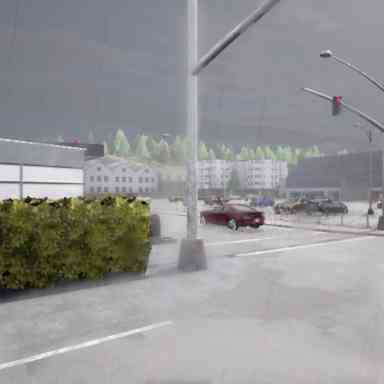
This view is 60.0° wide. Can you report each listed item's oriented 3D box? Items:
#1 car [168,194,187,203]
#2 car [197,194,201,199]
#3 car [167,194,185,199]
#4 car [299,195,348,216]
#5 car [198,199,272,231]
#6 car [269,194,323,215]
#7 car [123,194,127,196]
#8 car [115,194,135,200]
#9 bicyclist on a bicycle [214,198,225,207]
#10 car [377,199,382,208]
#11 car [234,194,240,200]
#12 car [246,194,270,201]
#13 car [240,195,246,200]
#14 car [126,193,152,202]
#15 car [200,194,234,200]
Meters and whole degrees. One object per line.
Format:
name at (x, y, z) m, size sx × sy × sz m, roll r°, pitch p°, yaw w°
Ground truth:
car at (-2.397, 1.097, 65.455) m, size 4.605 × 1.855 × 1.932 m, roll 0°, pitch 0°, yaw -35°
car at (1.842, 1.298, 76.876) m, size 4.514 × 1.523 × 2.007 m, roll 0°, pitch 0°, yaw -35°
car at (-4.520, 1.281, 95.492) m, size 5.008 × 1.535 × 1.882 m, roll 0°, pitch 0°, yaw -35°
car at (12.152, 1.340, 29.963) m, size 4.514 × 1.523 × 2.007 m, roll 0°, pitch 0°, yaw -35°
car at (2.380, 1.477, 20.960) m, size 1.882 × 1.535 × 5.008 m, roll 0°, pitch 0°, yaw -32°
car at (10.314, 1.330, 32.506) m, size 5.027 × 1.636 × 2.152 m, roll 0°, pitch 0°, yaw -35°
car at (-10.730, 1.077, 63.648) m, size 3.866 × 1.878 × 1.905 m, roll 0°, pitch 0°, yaw -35°
car at (-17.421, 1.334, 86.543) m, size 4.902 × 1.511 × 2.128 m, roll 0°, pitch 0°, yaw -35°
bicyclist on a bicycle at (2.394, 1.301, 28.039) m, size 1.656 × 1.620 × 0.582 m, roll 0°, pitch 0°, yaw -35°
car at (25.707, 1.384, 43.066) m, size 3.806 × 1.475 × 1.970 m, roll 0°, pitch 0°, yaw -35°
car at (9.719, 1.232, 77.905) m, size 3.806 × 1.475 × 1.970 m, roll 0°, pitch 0°, yaw -35°
car at (9.830, 1.320, 46.612) m, size 3.633 × 1.501 × 1.845 m, roll 0°, pitch 0°, yaw -35°
car at (13.656, 1.154, 72.827) m, size 5.027 × 1.636 × 2.152 m, roll 0°, pitch 0°, yaw -35°
car at (-9.329, 1.361, 60.572) m, size 3.806 × 1.475 × 1.970 m, roll 0°, pitch 0°, yaw -35°
car at (4.147, 1.298, 54.832) m, size 4.514 × 1.523 × 2.007 m, roll 0°, pitch 0°, yaw -35°
